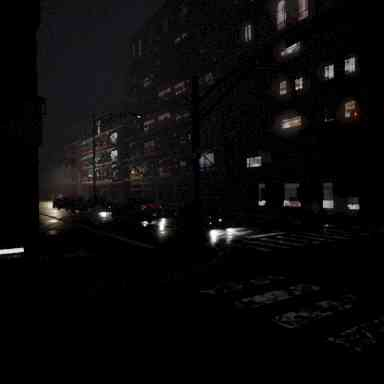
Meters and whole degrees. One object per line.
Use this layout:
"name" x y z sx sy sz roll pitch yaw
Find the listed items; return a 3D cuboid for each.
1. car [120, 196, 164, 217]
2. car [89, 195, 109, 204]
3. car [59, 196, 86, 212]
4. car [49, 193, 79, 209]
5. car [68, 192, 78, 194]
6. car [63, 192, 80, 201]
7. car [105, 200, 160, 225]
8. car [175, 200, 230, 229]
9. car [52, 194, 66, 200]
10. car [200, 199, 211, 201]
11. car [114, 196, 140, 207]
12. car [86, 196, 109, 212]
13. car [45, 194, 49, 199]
"car" -4.305 1.261 28.825 2.097 1.767 4.553 -1 1 -35
"car" -15.489 1.222 55.306 1.752 1.417 4.829 -1 1 -35
"car" -12.633 1.451 36.370 2.008 1.369 4.403 -1 1 -35
"car" -15.854 1.316 41.051 1.967 1.590 4.097 -1 1 -35
"car" -19.795 1.214 56.813 2.128 1.511 4.902 -1 1 -35
"car" -25.056 0.940 69.209 2.192 1.841 5.009 -1 1 -35
"car" -4.403 1.512 24.177 1.887 1.381 4.507 -1 1 -35
"car" 0.588 1.511 21.718 1.994 1.385 4.181 -1 1 -34
"car" -31.496 1.129 78.575 2.008 1.369 4.403 -1 1 -35
"car" 0.793 1.364 31.819 1.887 1.381 4.507 -1 1 -35
"car" -9.049 1.271 45.942 1.752 1.417 4.829 -1 1 -35
"car" -9.899 1.429 36.972 1.994 1.385 4.181 -1 1 -35
"car" -34.812 1.080 83.397 1.752 1.417 4.829 -1 1 -35
